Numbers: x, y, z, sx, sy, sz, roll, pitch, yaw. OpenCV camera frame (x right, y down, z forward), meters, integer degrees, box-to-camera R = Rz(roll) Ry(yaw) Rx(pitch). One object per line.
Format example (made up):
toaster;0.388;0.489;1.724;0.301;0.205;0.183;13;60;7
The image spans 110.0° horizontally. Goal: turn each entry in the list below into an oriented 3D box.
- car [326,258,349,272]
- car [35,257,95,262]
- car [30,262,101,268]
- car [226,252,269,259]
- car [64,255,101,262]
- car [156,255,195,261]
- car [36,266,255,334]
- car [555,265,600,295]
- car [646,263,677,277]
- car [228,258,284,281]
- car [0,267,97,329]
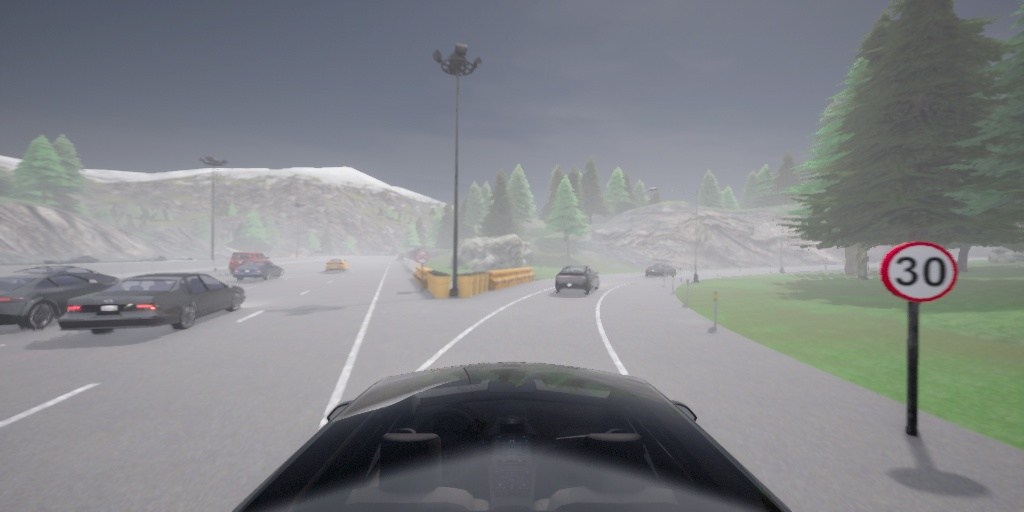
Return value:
car;-19.407;0.962;39.987;1.882;1.535;5.008;1;0;-18
car;-33.354;0.931;25.795;1.895;1.301;4.718;1;0;-18
car;-18.408;1.082;14.629;1.994;1.385;4.181;1;0;-18
car;-24.917;0.645;34.352;2.150;2.045;5.566;1;0;-18
car;-49.147;0.606;40.388;1.882;1.535;5.008;1;0;-18
car;-38.621;0.779;41.871;1.812;1.442;4.674;1;0;-18
car;-9.576;1.176;10.206;2.033;1.411;5.357;1;0;-18
car;3.833;1.271;20.494;2.128;1.511;4.902;0;0;22
car;16.050;1.475;38.439;4.181;1.385;1.994;1;0;-44
car;-18.683;1.052;26.619;2.033;1.411;5.357;1;0;-18
car;-13.229;1.148;10.109;1.994;1.385;4.181;1;0;-18
